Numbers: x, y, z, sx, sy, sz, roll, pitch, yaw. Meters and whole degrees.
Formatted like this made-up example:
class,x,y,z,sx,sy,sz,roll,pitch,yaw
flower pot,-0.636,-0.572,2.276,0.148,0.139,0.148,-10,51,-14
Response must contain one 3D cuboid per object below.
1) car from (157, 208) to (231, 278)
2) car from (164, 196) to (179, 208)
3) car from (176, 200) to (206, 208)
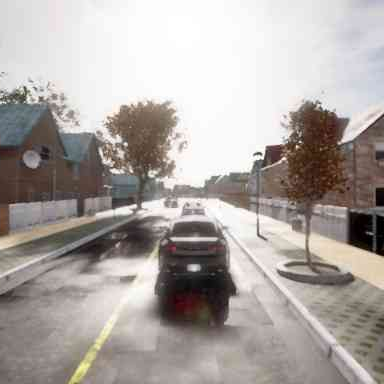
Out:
class,x,y,z,sx,sy,sz,roll,pitch,yaw
car,0.067,1.455,9.984,1.837,1.490,4.892,0,0,0
car,-2.789,1.356,45.806,2.128,1.511,4.902,0,0,0
car,0.094,1.440,26.110,2.033,1.411,5.357,0,0,0
